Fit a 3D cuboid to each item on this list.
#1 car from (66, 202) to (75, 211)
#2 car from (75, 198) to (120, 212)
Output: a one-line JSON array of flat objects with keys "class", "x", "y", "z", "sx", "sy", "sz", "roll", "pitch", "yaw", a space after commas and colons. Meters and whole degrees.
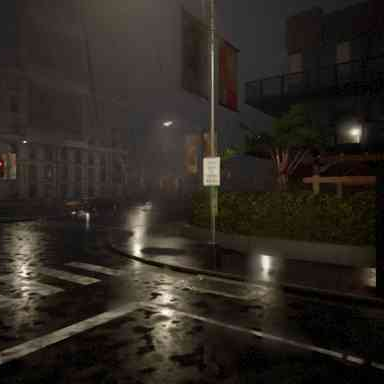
[{"class": "car", "x": -13.077, "y": 1.478, "z": 40.905, "sx": 1.882, "sy": 1.535, "sz": 5.008, "roll": 0, "pitch": 0, "yaw": 35}, {"class": "car", "x": -10.581, "y": 1.505, "z": 38.361, "sx": 1.837, "sy": 1.490, "sz": 4.892, "roll": 0, "pitch": 0, "yaw": 36}]
